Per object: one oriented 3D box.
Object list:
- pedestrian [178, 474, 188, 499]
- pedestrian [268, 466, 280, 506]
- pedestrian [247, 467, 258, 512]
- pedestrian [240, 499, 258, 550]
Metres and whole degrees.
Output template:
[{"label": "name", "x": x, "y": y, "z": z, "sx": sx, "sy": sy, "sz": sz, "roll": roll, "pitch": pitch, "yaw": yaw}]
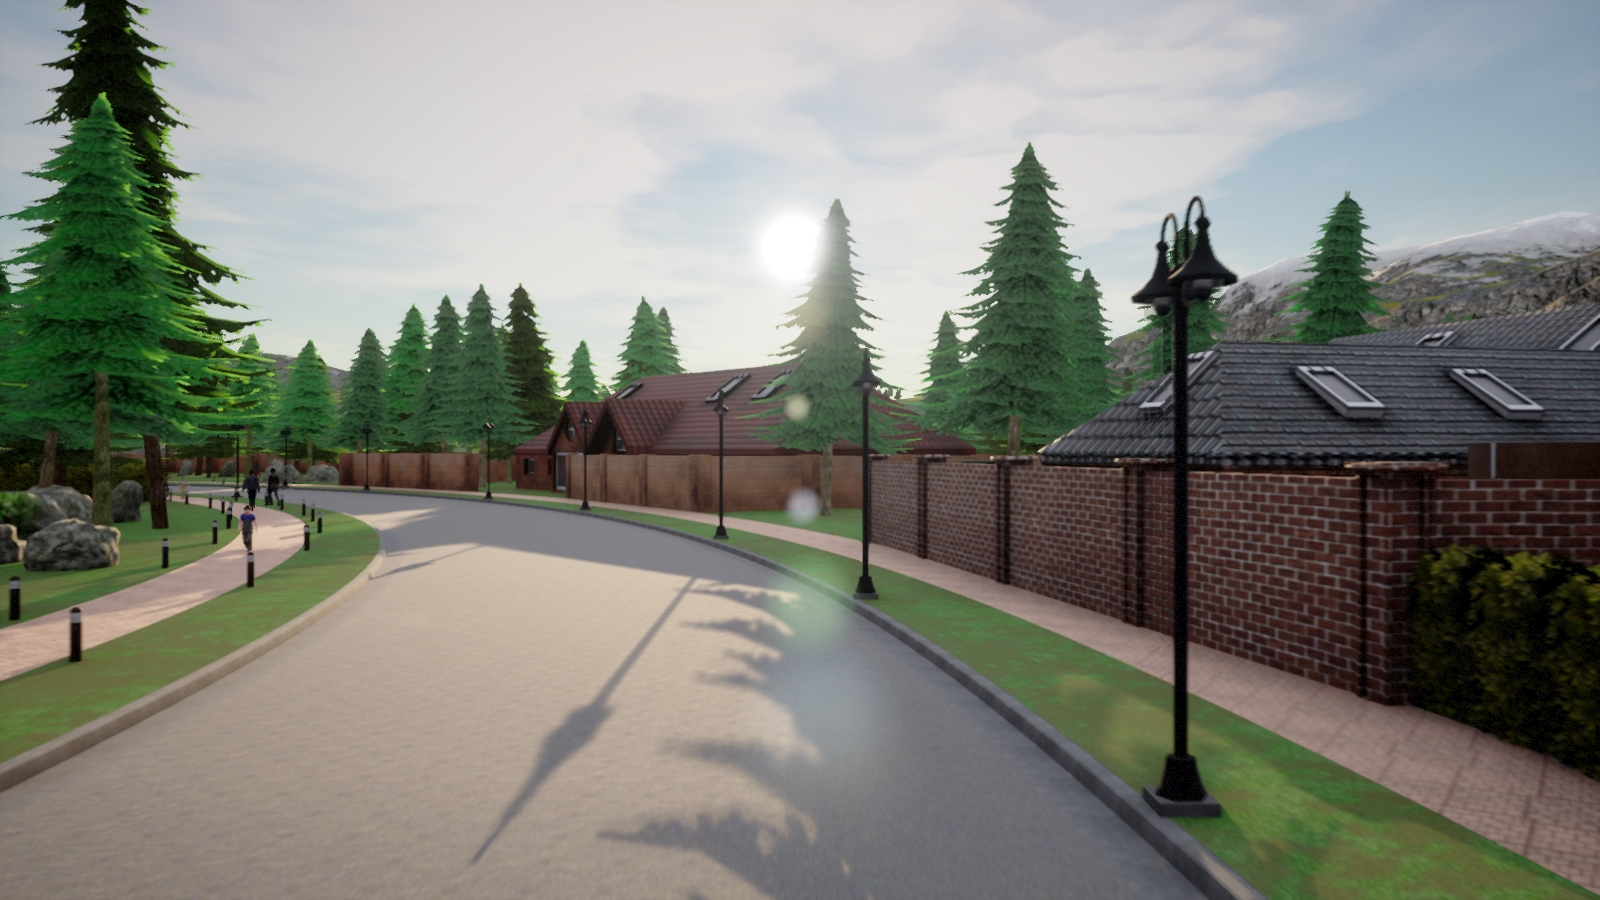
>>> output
[{"label": "pedestrian", "x": -33.016, "y": 1.946, "z": 61.119, "sx": 0.375, "sy": 1.300, "sz": 0.375, "roll": 0, "pitch": 0, "yaw": 42}, {"label": "pedestrian", "x": -24.435, "y": 1.666, "z": 53.080, "sx": 0.375, "sy": 1.860, "sz": 0.375, "roll": 0, "pitch": 0, "yaw": 35}, {"label": "pedestrian", "x": -22.995, "y": 1.665, "z": 47.988, "sx": 0.375, "sy": 1.860, "sz": 0.375, "roll": 0, "pitch": 0, "yaw": -31}, {"label": "pedestrian", "x": -14.382, "y": 1.945, "z": 29.831, "sx": 0.375, "sy": 1.300, "sz": 0.375, "roll": 0, "pitch": 0, "yaw": -15}]
